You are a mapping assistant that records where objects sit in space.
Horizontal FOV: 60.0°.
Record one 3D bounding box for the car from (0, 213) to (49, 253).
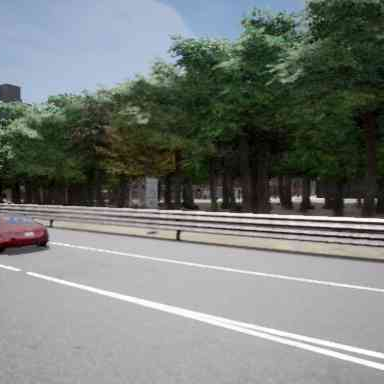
[{"bbox_3d":[-7.794,1.569,13.745,4.181,1.385,1.994,0,0,35],"label":"car"}]
